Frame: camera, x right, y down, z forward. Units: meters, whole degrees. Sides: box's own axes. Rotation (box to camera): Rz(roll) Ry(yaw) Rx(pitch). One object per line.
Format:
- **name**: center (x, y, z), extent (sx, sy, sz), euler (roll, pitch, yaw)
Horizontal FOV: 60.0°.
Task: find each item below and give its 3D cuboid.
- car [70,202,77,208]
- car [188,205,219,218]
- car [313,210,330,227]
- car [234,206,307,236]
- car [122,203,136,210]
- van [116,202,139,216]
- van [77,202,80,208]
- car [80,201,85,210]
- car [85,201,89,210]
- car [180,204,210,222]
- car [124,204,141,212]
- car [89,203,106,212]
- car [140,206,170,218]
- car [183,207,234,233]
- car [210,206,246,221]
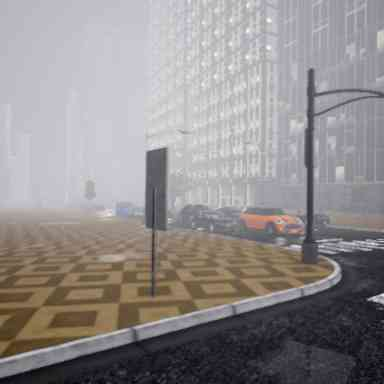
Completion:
- **car**: center (-28.659, 3.261, 83.255), extent (1.887, 1.381, 4.507), euler (0, -1, -26)
- **car**: center (1.384, 2.418, 41.663), extent (1.947, 1.339, 4.313), euler (0, -1, -26)
- **car**: center (8.897, 2.087, 26.555), extent (2.008, 1.369, 4.403), euler (0, -1, -26)
- **car**: center (4.981, 1.743, 21.404), extent (2.097, 1.767, 4.553), euler (1, -1, -26)
- **car**: center (-13.642, 3.091, 71.877), extent (1.802, 1.307, 4.206), euler (0, -1, -26)
- **van**: center (-8.626, 2.169, 42.974), extent (1.690, 1.788, 3.998), euler (0, -1, -26)
- **van**: center (-23.652, 2.832, 73.187), extent (1.690, 1.788, 3.998), euler (0, -1, -26)
- **car**: center (-21.146, 2.923, 68.148), extent (1.887, 1.381, 4.507), euler (0, -1, -26)
- **car**: center (-18.567, 2.788, 62.961), extent (1.752, 1.417, 4.829), euler (0, -1, -26)
- **car**: center (0.626, 1.927, 30.219), extent (2.097, 1.767, 4.553), euler (1, -2, -26)
- **car**: center (-10.810, 2.835, 60.164), extent (1.895, 1.301, 4.718), euler (1, -2, -26)
- **car**: center (-16.137, 2.706, 58.077), extent (2.008, 1.369, 4.403), euler (0, -1, -26)
- **car**: center (-4.278, 2.261, 40.096), extent (1.882, 1.535, 5.008), euler (1, -1, -26)
- **car**: center (1.394, 1.956, 22.826), extent (2.008, 1.369, 4.403), euler (0, -1, -26)
- **car**: center (3.888, 2.312, 36.627), extent (1.947, 1.339, 4.313), euler (0, -1, -26)
